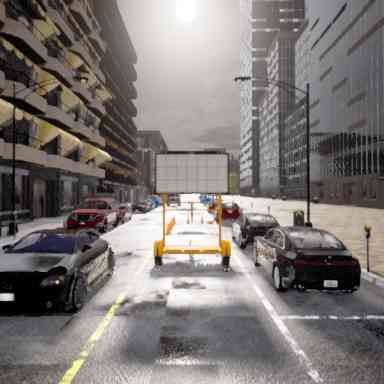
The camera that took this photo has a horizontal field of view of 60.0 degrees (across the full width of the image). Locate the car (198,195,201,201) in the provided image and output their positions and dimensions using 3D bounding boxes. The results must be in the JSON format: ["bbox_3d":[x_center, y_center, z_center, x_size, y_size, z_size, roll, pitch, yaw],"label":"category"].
[{"bbox_3d":[2.708,1.582,64.342,1.802,1.307,4.206,1,0,0],"label":"car"}]

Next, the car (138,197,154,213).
[{"bbox_3d":[-5.675,1.563,36.496,1.947,1.339,4.313,1,0,0],"label":"car"}]

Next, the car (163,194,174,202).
[{"bbox_3d":[-5.667,1.318,81.054,2.192,1.841,5.009,1,0,0],"label":"car"}]

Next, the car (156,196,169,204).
[{"bbox_3d":[-5.672,1.551,64.343,2.008,1.369,4.403,1,0,0],"label":"car"}]

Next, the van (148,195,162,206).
[{"bbox_3d":[-5.671,1.339,47.636,1.690,1.788,3.998,1,0,0],"label":"van"}]

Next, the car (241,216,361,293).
[{"bbox_3d":[2.702,1.550,8.647,2.008,1.369,4.403,1,0,0],"label":"car"}]

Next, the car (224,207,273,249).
[{"bbox_3d":[2.703,1.549,14.215,2.008,1.369,4.403,1,0,0],"label":"car"}]

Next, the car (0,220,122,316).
[{"bbox_3d":[-3.098,1.563,7.524,1.994,1.385,4.181,0,0,0],"label":"car"}]

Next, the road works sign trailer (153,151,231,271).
[{"bbox_3d":[0.000,0.463,10.910,2.380,3.560,2.880,0,0,0],"label":"road works sign trailer"}]

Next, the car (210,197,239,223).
[{"bbox_3d":[2.705,1.438,25.354,1.967,1.590,4.097,1,0,0],"label":"car"}]

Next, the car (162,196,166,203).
[{"bbox_3d":[-5.673,1.524,53.035,1.752,1.417,4.829,1,0,0],"label":"car"}]

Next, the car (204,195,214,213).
[{"bbox_3d":[2.707,1.438,36.494,1.967,1.590,4.097,1,0,0],"label":"car"}]

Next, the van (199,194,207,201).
[{"bbox_3d":[2.712,1.344,81.052,1.690,1.788,3.998,1,0,0],"label":"van"}]

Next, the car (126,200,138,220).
[{"bbox_3d":[-5.677,1.542,25.356,1.887,1.381,4.507,1,0,0],"label":"car"}]

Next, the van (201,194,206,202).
[{"bbox_3d":[2.710,1.340,53.204,1.690,1.788,3.998,1,0,0],"label":"van"}]

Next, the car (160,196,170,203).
[{"bbox_3d":[-5.672,1.526,69.744,1.752,1.417,4.829,1,0,0],"label":"car"}]

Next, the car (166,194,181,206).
[{"bbox_3d":[-2.995,1.206,55.275,2.150,2.045,5.566,0,0,0],"label":"car"}]

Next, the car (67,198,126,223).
[{"bbox_3d":[-5.673,1.313,19.786,2.192,1.841,5.009,1,0,0],"label":"car"}]

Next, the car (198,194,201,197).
[{"bbox_3d":[2.709,1.526,70.081,1.752,1.417,4.829,1,0,0],"label":"car"}]

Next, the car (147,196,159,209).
[{"bbox_3d":[-5.675,1.549,42.066,2.008,1.369,4.403,1,0,0],"label":"car"}]
